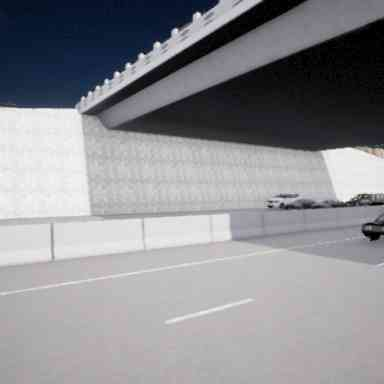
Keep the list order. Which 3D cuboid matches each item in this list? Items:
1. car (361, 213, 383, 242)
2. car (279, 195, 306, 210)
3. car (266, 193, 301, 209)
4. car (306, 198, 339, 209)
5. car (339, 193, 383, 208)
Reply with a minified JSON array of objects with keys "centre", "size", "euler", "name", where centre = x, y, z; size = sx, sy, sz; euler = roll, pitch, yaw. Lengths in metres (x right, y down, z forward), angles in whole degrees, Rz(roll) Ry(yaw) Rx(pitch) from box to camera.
[{"centre":[9.704,1.558,14.964],"size":[4.718,1.301,1.895],"euler":[0,0,-35],"name":"car"},{"centre":[13.172,1.460,39.173],"size":[5.357,1.411,2.033],"euler":[0,0,-35],"name":"car"},{"centre":[11.922,1.131,42.576],"size":[5.566,2.045,2.150],"euler":[0,0,-35],"name":"car"},{"centre":[15.195,1.460,36.318],"size":[5.357,1.411,2.033],"euler":[0,0,-35],"name":"car"},{"centre":[17.721,1.131,33.820],"size":[5.566,2.045,2.150],"euler":[0,0,-35],"name":"car"}]
